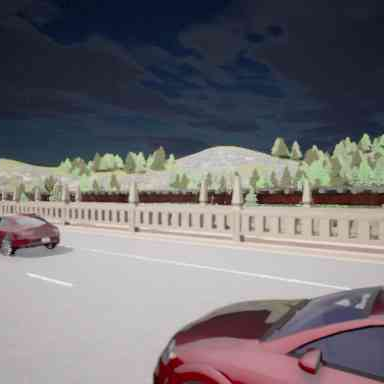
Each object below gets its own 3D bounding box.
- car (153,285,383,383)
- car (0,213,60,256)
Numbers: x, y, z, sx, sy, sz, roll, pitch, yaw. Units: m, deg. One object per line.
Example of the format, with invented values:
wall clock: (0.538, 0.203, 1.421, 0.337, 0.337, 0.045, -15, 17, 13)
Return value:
car: (1.665, 1.565, 2.807, 4.181, 1.385, 1.994, 0, 0, 36)
car: (-7.189, 1.595, 13.433, 4.674, 1.442, 1.812, 0, 0, 36)
